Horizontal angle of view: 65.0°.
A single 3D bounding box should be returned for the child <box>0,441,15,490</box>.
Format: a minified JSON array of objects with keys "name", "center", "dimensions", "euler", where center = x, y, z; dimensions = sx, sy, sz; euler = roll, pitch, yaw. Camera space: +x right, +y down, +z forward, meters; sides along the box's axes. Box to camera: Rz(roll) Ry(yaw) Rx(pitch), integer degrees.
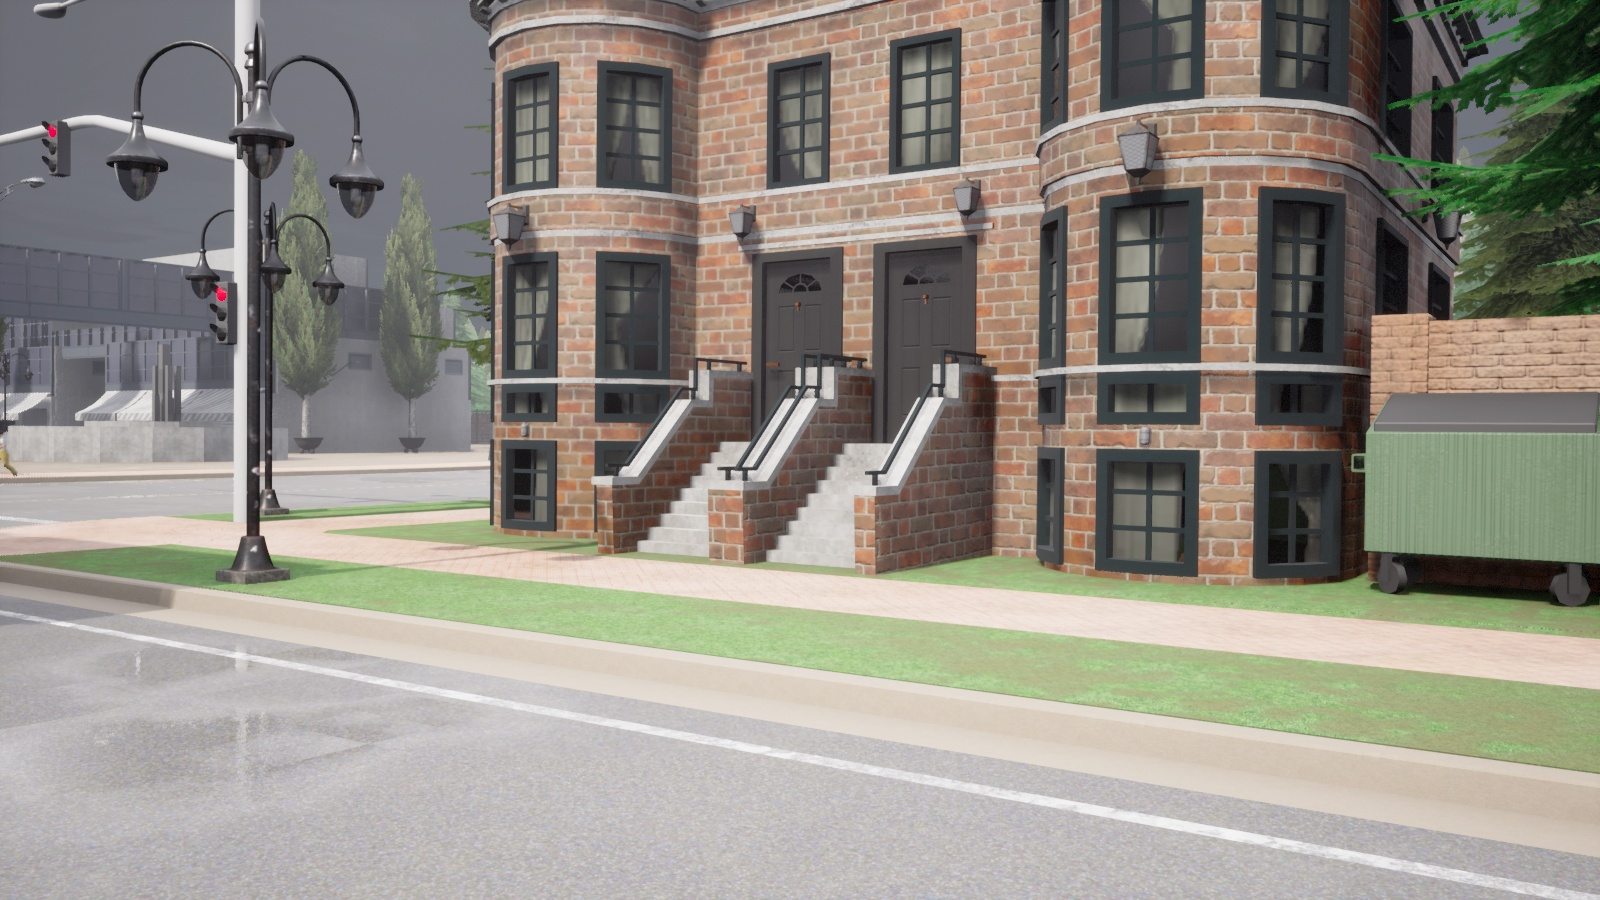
[{"name":"child","center":[-20.906,0.409,32.934],"dimensions":[0.270,1.263,0.437],"euler":[0,1,27]}]
